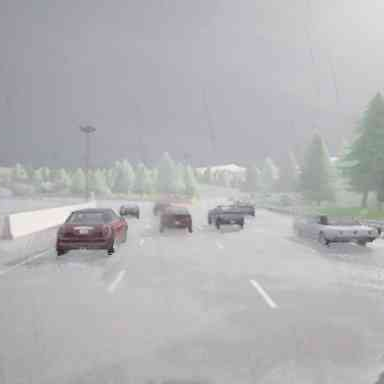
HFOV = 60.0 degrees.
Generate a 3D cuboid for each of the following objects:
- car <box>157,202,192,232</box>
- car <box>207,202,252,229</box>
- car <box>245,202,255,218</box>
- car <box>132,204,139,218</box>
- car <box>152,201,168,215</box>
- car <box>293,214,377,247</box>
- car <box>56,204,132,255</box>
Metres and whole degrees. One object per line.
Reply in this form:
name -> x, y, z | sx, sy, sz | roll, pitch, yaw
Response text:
car -> -1.093, 1.625, 21.202 | 1.882, 1.535, 5.008 | 0, -1, -6
car -> 2.242, 1.650, 22.933 | 2.128, 1.511, 4.902 | 0, 0, -6
car -> 4.985, 1.722, 33.493 | 2.128, 1.511, 4.902 | 0, 0, -4
car -> -6.114, 1.828, 32.629 | 1.895, 1.301, 4.718 | 0, 0, -9
car -> -3.363, 1.761, 37.167 | 1.837, 1.490, 4.892 | 0, -1, -10
car -> 6.444, 1.709, 15.744 | 1.895, 1.301, 4.718 | 0, 0, -4
car -> -3.974, 1.450, 13.936 | 2.097, 1.767, 4.553 | 0, 0, -4
